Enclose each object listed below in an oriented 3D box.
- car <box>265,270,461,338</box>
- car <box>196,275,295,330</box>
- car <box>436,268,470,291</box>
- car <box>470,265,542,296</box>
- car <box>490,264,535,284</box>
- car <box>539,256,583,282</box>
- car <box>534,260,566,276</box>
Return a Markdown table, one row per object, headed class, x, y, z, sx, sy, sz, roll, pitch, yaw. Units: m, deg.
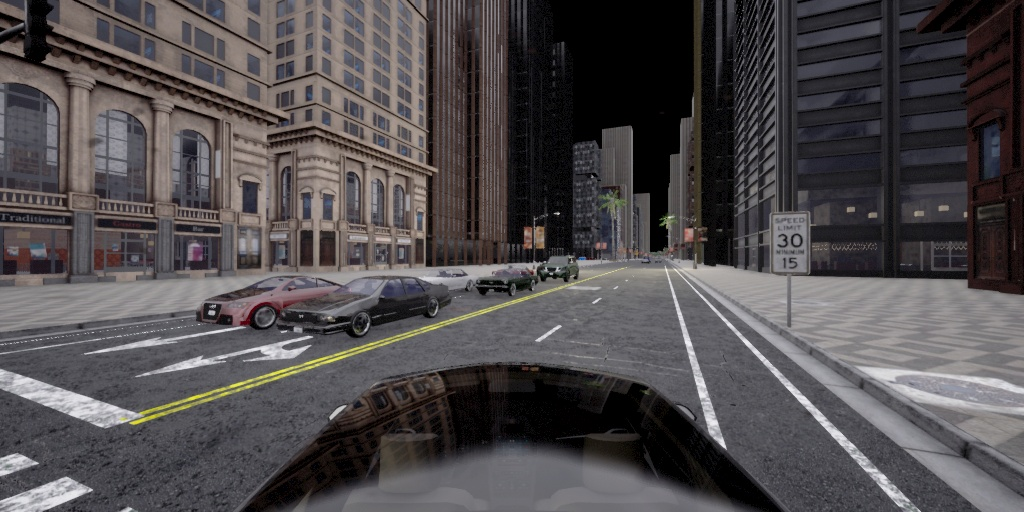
| class | x | y | z | sx | sy | sz | roll | pitch | yaw |
| --- | --- | --- | --- | --- | --- | --- | --- | --- | --- |
| car | -3.861 | 1.299 | 10.644 | 2.033 | 1.411 | 5.357 | 0 | 0 | 23 |
| car | -7.121 | 1.315 | 11.264 | 1.994 | 1.385 | 4.181 | 0 | 0 | 23 |
| car | -3.736 | 1.357 | 19.345 | 1.895 | 1.301 | 4.718 | 0 | 0 | 23 |
| car | -0.151 | 1.358 | 19.486 | 1.895 | 1.301 | 4.718 | 0 | 0 | 23 |
| car | 0.118 | 1.364 | 28.530 | 1.895 | 1.301 | 4.718 | 0 | 0 | 23 |
| car | 3.990 | 0.987 | 29.349 | 2.150 | 2.045 | 5.566 | 0 | 0 | 23 |
| car | 4.101 | 1.251 | 37.927 | 1.882 | 1.535 | 5.008 | 0 | 0 | 23 |
